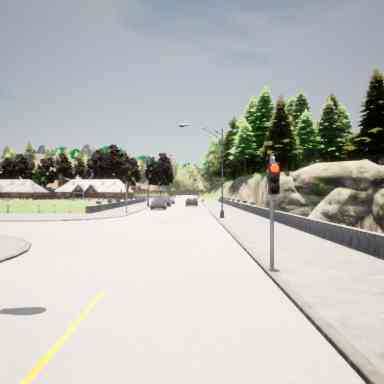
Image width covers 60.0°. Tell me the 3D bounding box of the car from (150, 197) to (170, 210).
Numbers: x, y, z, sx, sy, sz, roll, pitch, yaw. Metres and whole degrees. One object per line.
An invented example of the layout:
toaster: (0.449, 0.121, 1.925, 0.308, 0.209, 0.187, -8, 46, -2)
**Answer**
car: (-4.214, 1.526, 42.633, 1.812, 1.442, 4.674, 0, 0, -1)

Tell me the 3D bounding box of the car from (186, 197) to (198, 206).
car: (-0.052, 1.563, 55.719, 1.994, 1.385, 4.181, 0, 0, 0)

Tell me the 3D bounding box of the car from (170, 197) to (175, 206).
car: (-4.233, 1.547, 52.341, 2.033, 1.411, 5.357, 0, 0, -1)

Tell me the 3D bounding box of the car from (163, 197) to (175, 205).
car: (-4.225, 1.601, 62.154, 1.895, 1.301, 4.718, 0, 0, 0)
